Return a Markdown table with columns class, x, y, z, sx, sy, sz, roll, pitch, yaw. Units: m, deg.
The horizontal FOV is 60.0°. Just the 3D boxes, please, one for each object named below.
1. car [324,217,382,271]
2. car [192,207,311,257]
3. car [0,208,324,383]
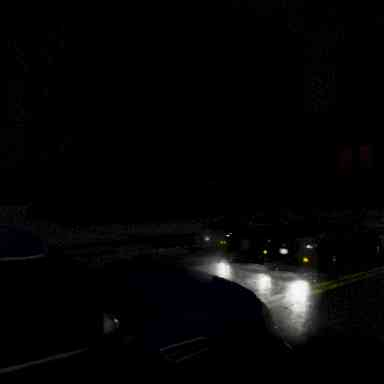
| class | x | y | z | sx | sy | sz | roll | pitch | yaw |
| --- | --- | --- | --- | --- | --- | --- | --- | --- | --- |
| car | 4.259 | 1.507 | 10.714 | 4.181 | 1.385 | 1.994 | 0 | 0 | -35 |
| car | 2.530 | 1.447 | 13.473 | 4.892 | 1.490 | 1.837 | 0 | 0 | -35 |
| car | -1.747 | 1.224 | 2.195 | 5.566 | 2.045 | 2.150 | -1 | 0 | -36 |
